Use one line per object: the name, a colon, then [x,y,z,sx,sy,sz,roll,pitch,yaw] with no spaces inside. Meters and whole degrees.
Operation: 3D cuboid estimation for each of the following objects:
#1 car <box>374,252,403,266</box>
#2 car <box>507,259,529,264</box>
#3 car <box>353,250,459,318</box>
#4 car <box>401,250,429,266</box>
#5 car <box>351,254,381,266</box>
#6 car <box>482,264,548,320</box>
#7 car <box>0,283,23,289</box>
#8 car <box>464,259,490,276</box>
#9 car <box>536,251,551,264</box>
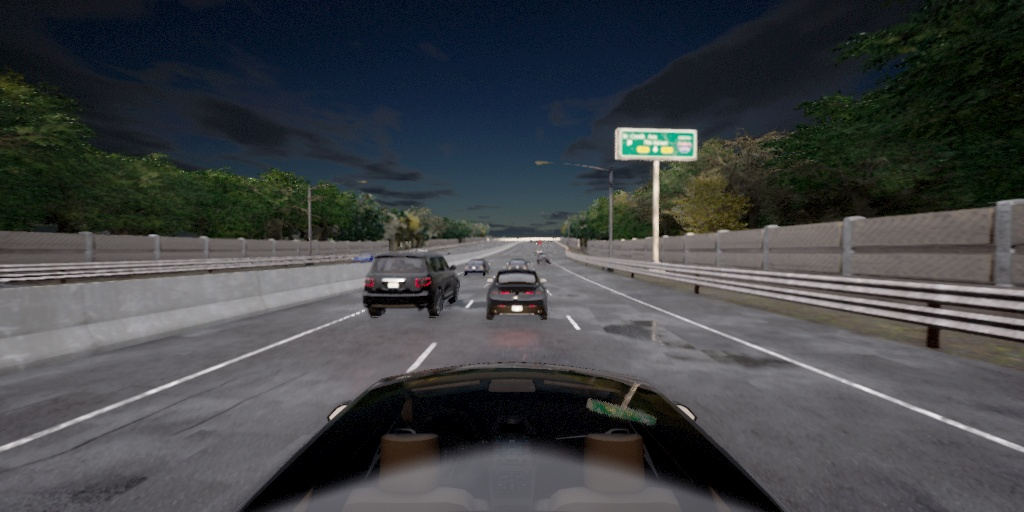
car: [-16.619,0.394,48.556,2.097,1.767,4.553,0,1,3]
car: [0.499,0.947,31.503,2.033,1.411,5.357,0,1,1]
car: [-3.333,0.897,12.835,2.150,2.045,5.566,0,1,1]
car: [-13.113,0.255,48.927,2.150,2.045,5.566,0,1,3]
car: [-20.081,0.498,49.463,1.882,1.535,5.008,0,1,3]
car: [0.166,1.186,12.374,1.837,1.490,4.892,0,1,1]
car: [-14.068,1.235,8.234,1.812,1.442,4.674,0,0,0]
car: [-3.006,0.949,31.358,2.033,1.411,5.357,0,1,1]
car: [4.646,0.379,53.478,1.812,1.442,4.674,0,2,2]
